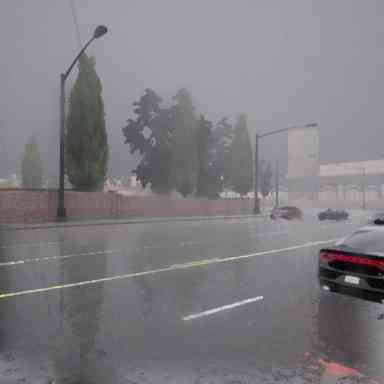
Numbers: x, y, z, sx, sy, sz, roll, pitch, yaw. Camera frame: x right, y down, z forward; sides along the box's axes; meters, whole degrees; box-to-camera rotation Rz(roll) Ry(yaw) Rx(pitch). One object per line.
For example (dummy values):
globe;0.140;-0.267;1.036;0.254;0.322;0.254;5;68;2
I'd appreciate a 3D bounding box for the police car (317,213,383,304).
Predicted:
police car;4.977;1.471;7.862;5.238;1.638;1.930;1;-1;-40

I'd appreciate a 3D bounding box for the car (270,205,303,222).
car;9.264;2.037;32.263;1.812;1.442;4.674;0;-2;39

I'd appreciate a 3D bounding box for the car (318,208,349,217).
car;13.770;2.207;32.304;1.895;1.301;4.718;0;-2;37
